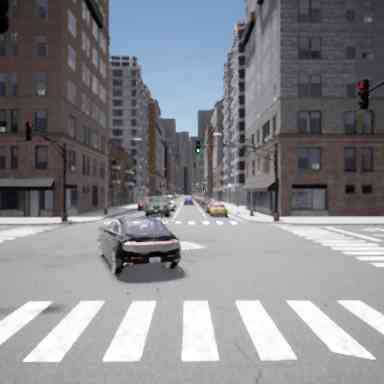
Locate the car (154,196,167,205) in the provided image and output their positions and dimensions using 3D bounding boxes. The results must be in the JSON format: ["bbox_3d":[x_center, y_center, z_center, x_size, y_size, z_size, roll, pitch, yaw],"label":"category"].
[{"bbox_3d":[-6.312,1.662,66.539,2.192,1.841,5.009,0,0,-1],"label":"car"}]

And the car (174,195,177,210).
[{"bbox_3d":[-3.425,1.458,43.626,2.150,2.045,5.566,0,0,-1],"label":"car"}]

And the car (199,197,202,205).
[{"bbox_3d":[2.436,1.835,50.076,1.947,1.339,4.313,0,0,-1],"label":"car"}]

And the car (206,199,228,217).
[{"bbox_3d":[2.656,1.710,33.670,1.752,1.417,4.829,0,0,-1],"label":"car"}]

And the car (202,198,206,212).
[{"bbox_3d":[2.584,1.653,39.026,1.967,1.590,4.097,0,0,-1],"label":"car"}]

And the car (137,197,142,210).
[{"bbox_3d":[-6.015,1.555,44.438,2.192,1.841,5.009,0,0,-1],"label":"car"}]

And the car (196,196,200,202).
[{"bbox_3d":[2.287,1.873,61.127,2.008,1.369,4.403,0,0,-1],"label":"car"}]

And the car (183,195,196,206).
[{"bbox_3d":[-0.609,1.863,64.368,1.812,1.442,4.674,0,0,-1],"label":"car"}]

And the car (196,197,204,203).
[{"bbox_3d":[1.990,1.972,83.228,2.008,1.369,4.403,0,0,-1],"label":"car"}]

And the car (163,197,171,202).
[{"bbox_3d":[-6.607,1.968,88.470,1.752,1.417,4.829,0,0,-1],"label":"car"}]

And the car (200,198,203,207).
[{"bbox_3d":[2.510,1.792,44.550,2.008,1.369,4.403,0,0,-1],"label":"car"}]

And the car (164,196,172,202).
[{"bbox_3d":[-6.684,1.908,94.165,1.967,1.590,4.097,0,0,-1],"label":"car"}]

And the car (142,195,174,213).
[{"bbox_3d":[-3.289,1.403,32.966,2.150,2.045,5.566,0,0,-1],"label":"car"}]

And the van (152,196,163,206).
[{"bbox_3d":[-6.238,1.662,61.014,1.690,1.788,3.998,0,0,-1],"label":"van"}]

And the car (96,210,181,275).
[{"bbox_3d":[-1.900,1.554,10.866,2.128,1.511,4.902,1,0,-23],"label":"car"}]

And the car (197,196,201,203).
[{"bbox_3d":[2.361,1.840,55.602,1.887,1.381,4.507,0,0,-1],"label":"car"}]

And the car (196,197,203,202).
[{"bbox_3d":[1.915,2.027,88.753,1.802,1.307,4.206,0,0,-1],"label":"car"}]

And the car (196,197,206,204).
[{"bbox_3d":[2.064,1.948,77.703,2.008,1.369,4.403,0,0,-1],"label":"car"}]
